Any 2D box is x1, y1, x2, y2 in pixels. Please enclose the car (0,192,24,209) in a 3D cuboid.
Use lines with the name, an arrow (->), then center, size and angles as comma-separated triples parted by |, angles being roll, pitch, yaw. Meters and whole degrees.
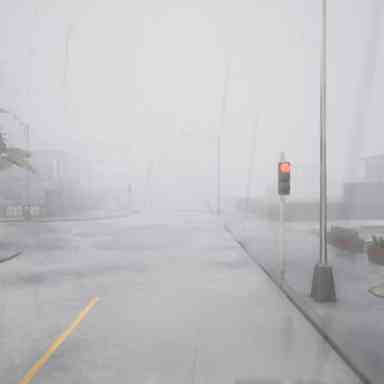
car -> -19.736, 0.985, 34.939 | 1.905, 1.878, 3.866 | 0, 0, 35
